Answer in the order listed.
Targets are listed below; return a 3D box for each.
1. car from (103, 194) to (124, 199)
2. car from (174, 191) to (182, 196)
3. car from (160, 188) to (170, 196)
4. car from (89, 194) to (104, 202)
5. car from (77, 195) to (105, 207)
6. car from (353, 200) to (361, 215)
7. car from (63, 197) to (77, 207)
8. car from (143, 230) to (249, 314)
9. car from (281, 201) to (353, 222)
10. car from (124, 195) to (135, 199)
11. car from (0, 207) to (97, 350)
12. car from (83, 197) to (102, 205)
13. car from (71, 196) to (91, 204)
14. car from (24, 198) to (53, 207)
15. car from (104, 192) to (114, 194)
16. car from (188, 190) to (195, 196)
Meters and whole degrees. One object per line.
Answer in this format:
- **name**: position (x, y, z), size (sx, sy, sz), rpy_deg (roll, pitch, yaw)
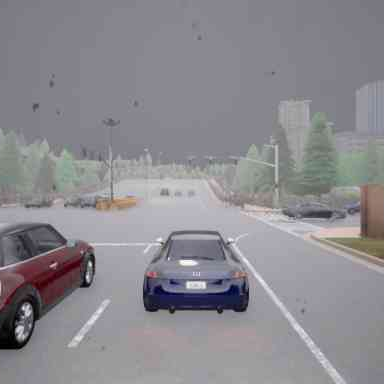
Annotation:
- **car**: position (-14.074, 1.539, 59.152), size (2.033, 1.411, 5.357), rpy_deg (0, 0, 0)
- **car**: position (-3.643, 0.298, 87.917), size (1.895, 1.301, 4.718), rpy_deg (0, 7, 0)
- **car**: position (-7.144, -0.105, 88.173), size (2.150, 2.045, 5.566), rpy_deg (0, 7, 0)
- **car**: position (-21.068, 1.310, 73.769), size (1.895, 1.301, 4.718), rpy_deg (0, 2, 0)
- **car**: position (-14.088, 1.557, 46.621), size (1.994, 1.385, 4.181), rpy_deg (0, 0, 0)
- **car**: position (17.097, 1.521, 33.117), size (4.674, 1.442, 1.812), rpy_deg (0, 0, 0)
- **car**: position (-17.585, 1.498, 49.823), size (1.837, 1.490, 4.892), rpy_deg (0, 0, 0)
- **car**: position (0.077, 1.563, 7.698), size (1.994, 1.385, 4.181), rpy_deg (0, 0, 0)
- **car**: position (9.463, 1.488, 25.997), size (4.902, 1.511, 2.128), rpy_deg (0, 0, 1)
- **car**: position (-14.071, 1.281, 74.411), size (1.895, 1.301, 4.718), rpy_deg (0, 2, 0)
- **car**: position (-3.431, 1.351, 6.402), size (2.097, 1.767, 4.553), rpy_deg (0, 0, 0)
- **car**: position (-17.567, 1.593, 59.076), size (1.895, 1.301, 4.718), rpy_deg (0, 0, 0)
- **car**: position (-21.041, 1.532, 63.296), size (2.033, 1.411, 5.357), rpy_deg (0, 0, 0)
- **car**: position (-21.088, 1.541, 45.972), size (2.033, 1.411, 5.357), rpy_deg (0, 0, 0)
- **car**: position (-17.547, 1.091, 69.746), size (2.150, 2.045, 5.566), rpy_deg (0, 1, 0)
- **car**: position (-0.143, 0.230, 88.006), size (2.033, 1.411, 5.357), rpy_deg (0, 7, 0)
